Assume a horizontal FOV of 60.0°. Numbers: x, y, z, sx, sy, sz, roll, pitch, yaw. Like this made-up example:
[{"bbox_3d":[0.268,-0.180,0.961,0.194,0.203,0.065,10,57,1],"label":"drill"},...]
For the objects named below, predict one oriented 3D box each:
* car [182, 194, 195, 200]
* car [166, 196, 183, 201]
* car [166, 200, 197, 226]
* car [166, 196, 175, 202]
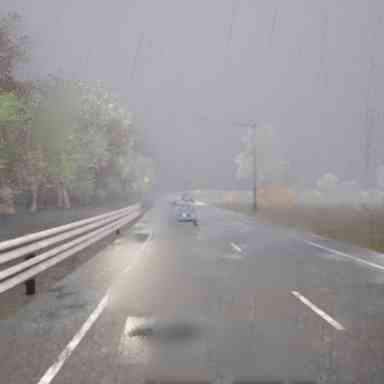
[{"bbox_3d":[-0.544,1.577,66.101,1.837,1.490,4.892,0,0,-4],"label":"car"},{"bbox_3d":[-2.981,1.678,53.641,1.895,1.301,4.718,0,0,-4],"label":"car"},{"bbox_3d":[-0.671,1.584,23.925,2.033,1.411,5.357,0,0,-4],"label":"car"},{"bbox_3d":[-4.908,1.653,77.002,1.994,1.385,4.181,0,0,-4],"label":"car"}]
